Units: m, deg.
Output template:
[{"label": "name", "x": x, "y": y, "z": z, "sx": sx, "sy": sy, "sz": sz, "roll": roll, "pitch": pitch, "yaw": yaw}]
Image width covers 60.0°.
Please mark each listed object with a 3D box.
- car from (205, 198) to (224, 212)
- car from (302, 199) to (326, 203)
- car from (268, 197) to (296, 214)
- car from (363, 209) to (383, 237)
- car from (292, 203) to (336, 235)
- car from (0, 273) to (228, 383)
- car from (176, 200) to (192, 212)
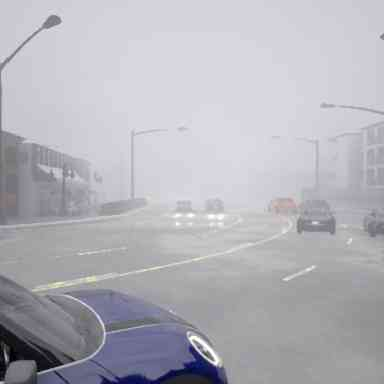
[{"label": "car", "x": 2.585, "y": 1.521, "z": 38.910, "sx": 2.128, "sy": 1.511, "sz": 4.902, "roll": 0, "pitch": 0, "yaw": -1}, {"label": "car", "x": 13.146, "y": 1.517, "z": 35.975, "sx": 1.837, "sy": 1.490, "sz": 4.892, "roll": 0, "pitch": 0, "yaw": -1}, {"label": "car", "x": 9.648, "y": 1.366, "z": 35.874, "sx": 2.097, "sy": 1.767, "sz": 4.553, "roll": 0, "pitch": 0, "yaw": -1}, {"label": "car", "x": 10.376, "y": 1.573, "z": 17.677, "sx": 1.994, "sy": 1.385, "sz": 4.181, "roll": 0, "pitch": 0, "yaw": 23}, {"label": "car", "x": 7.153, "y": 1.573, "z": 19.042, "sx": 1.994, "sy": 1.385, "sz": 4.181, "roll": 0, "pitch": 0, "yaw": 23}, {"label": "car", "x": -1.876, "y": 1.351, "z": 2.403, "sx": 4.553, "sy": 1.767, "sz": 2.097, "roll": 0, "pitch": 0, "yaw": -36}, {"label": "car", "x": -0.914, "y": 1.655, "z": 38.809, "sx": 1.895, "sy": 1.301, "sz": 4.718, "roll": 0, "pitch": 0, "yaw": -1}]
